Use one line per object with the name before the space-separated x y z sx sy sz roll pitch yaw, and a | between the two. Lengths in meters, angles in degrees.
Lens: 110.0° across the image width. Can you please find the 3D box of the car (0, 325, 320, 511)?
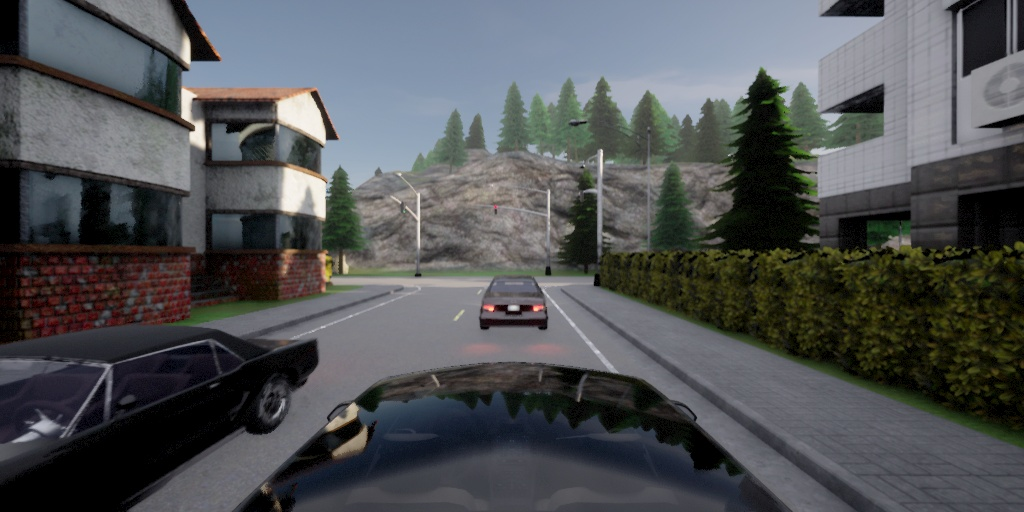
car | -3.594 1.347 2.731 1.895 1.301 4.718 0 0 0

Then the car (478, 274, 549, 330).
car | 0.060 1.266 10.952 2.033 1.411 5.357 0 0 1
